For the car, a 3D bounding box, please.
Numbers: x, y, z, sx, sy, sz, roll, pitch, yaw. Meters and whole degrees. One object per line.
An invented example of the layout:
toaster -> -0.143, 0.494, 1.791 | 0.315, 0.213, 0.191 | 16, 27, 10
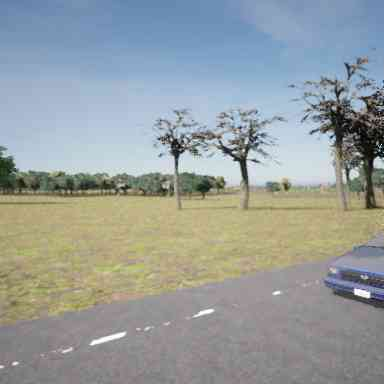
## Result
car -> 5.398, 1.545, 7.930 | 5.357, 1.411, 2.033 | 0, 0, -36
